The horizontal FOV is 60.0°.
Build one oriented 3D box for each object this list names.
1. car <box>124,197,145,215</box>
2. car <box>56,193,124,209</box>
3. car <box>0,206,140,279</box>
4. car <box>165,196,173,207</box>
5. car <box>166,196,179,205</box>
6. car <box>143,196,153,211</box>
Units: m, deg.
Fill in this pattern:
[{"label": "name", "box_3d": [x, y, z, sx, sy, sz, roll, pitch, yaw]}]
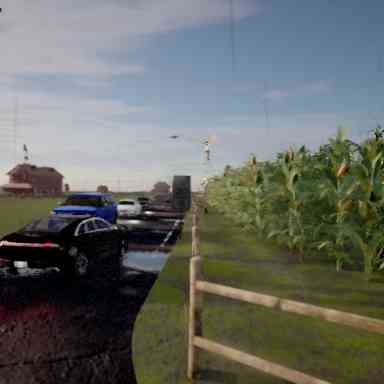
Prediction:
[{"label": "car", "box_3d": [-5.327, 1.338, 27.332, 1.812, 1.442, 4.674, 1, 0, -1]}, {"label": "car", "box_3d": [-5.408, 1.065, 17.306, 2.150, 2.045, 5.566, 1, 0, 1]}, {"label": "car", "box_3d": [-3.434, 1.409, 9.855, 2.128, 1.511, 4.902, 2, 0, 9]}, {"label": "car", "box_3d": [-2.804, 1.313, 46.458, 2.128, 1.511, 4.902, 1, 0, -2]}, {"label": "car", "box_3d": [-3.326, 1.353, 56.319, 1.994, 1.385, 4.181, 1, 0, -4]}, {"label": "car", "box_3d": [-5.434, 1.287, 37.341, 1.837, 1.490, 4.892, 1, 0, -1]}]
